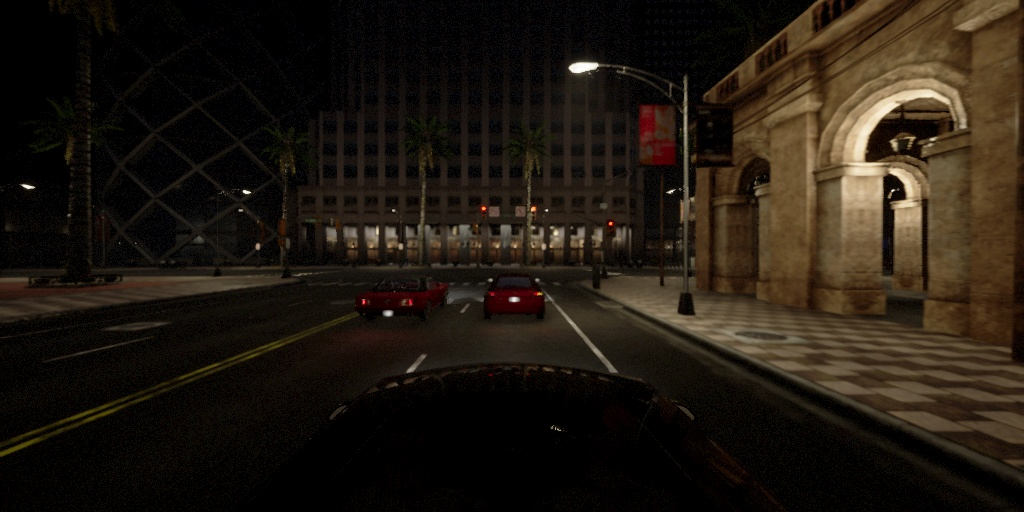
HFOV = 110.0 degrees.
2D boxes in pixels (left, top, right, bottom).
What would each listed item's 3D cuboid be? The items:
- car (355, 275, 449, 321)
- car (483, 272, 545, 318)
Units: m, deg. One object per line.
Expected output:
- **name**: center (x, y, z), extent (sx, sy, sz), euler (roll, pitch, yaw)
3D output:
- **car**: center (-3.439, 1.308, 12.228), extent (1.895, 1.301, 4.718), euler (0, 0, 0)
- **car**: center (0.067, 1.269, 12.718), extent (1.994, 1.385, 4.181), euler (0, 0, 0)
